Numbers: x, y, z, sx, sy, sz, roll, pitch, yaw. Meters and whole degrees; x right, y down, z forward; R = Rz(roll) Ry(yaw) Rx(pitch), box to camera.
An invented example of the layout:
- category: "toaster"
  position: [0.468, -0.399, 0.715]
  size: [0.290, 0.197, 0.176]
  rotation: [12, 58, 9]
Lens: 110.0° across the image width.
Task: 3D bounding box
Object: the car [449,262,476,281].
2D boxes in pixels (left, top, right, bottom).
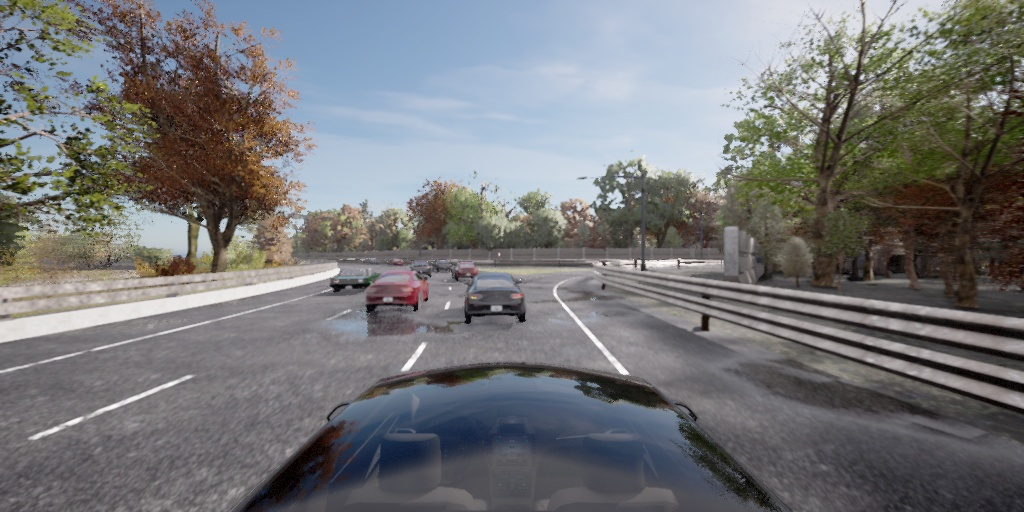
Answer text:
- category: "car"
  position: [-3.905, 1.236, 29.594]
  size: [1.812, 1.442, 4.674]
  rotation: [0, 0, -15]

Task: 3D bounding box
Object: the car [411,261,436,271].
- category: "car"
  position: [-8.760, 1.207, 34.017]
  size: [2.128, 1.511, 4.902]
  rotation: [0, 0, -17]

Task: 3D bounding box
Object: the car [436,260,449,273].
- category: "car"
  position: [-8.610, 1.189, 43.851]
  size: [2.128, 1.511, 4.902]
  rotation: [0, 0, -21]

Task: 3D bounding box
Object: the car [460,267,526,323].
- category: "car"
  position: [-0.632, 1.259, 12.067]
  size: [1.812, 1.442, 4.674]
  rotation: [0, 0, -5]

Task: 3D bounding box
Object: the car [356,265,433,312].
- category: "car"
  position: [-4.370, 1.265, 14.107]
  size: [1.812, 1.442, 4.674]
  rotation: [0, 0, -7]

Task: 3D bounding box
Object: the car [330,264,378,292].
- category: "car"
  position: [-8.954, 1.341, 20.984]
  size: [1.895, 1.301, 4.718]
  rotation: [0, 0, -11]
